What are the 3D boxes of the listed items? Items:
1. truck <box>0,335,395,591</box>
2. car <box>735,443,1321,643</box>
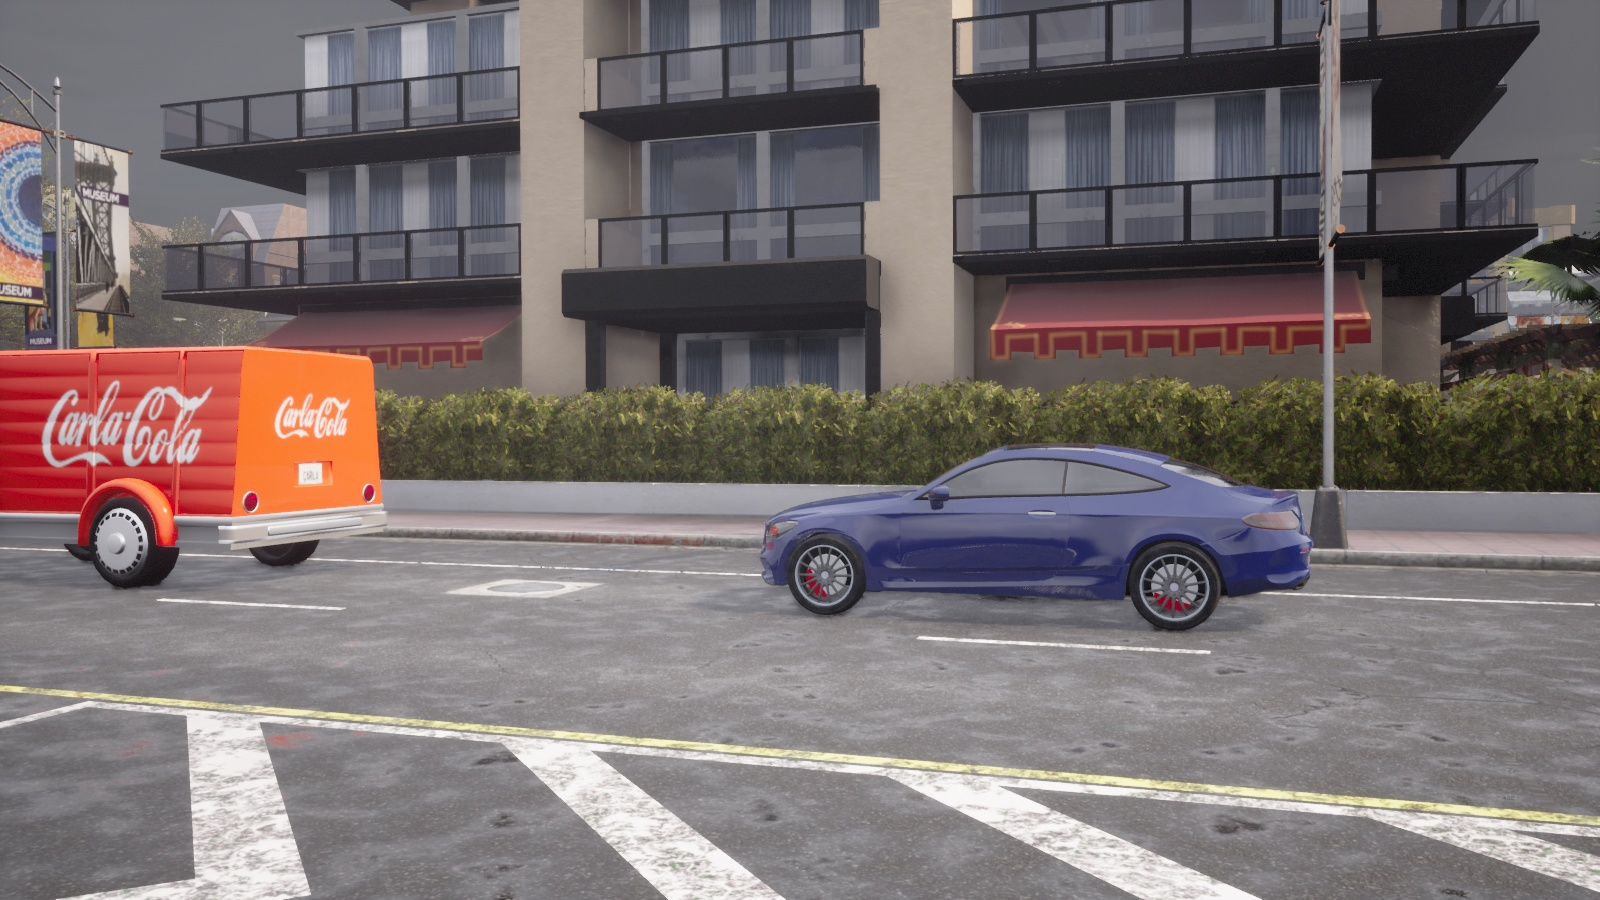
[{"bbox_3d":[-7.581,0.085,14.149,5.204,2.467,2.627,1,1,19],"label":"truck"},{"bbox_3d":[1.945,0.684,10.949,4.674,1.442,1.812,1,1,18],"label":"car"}]
